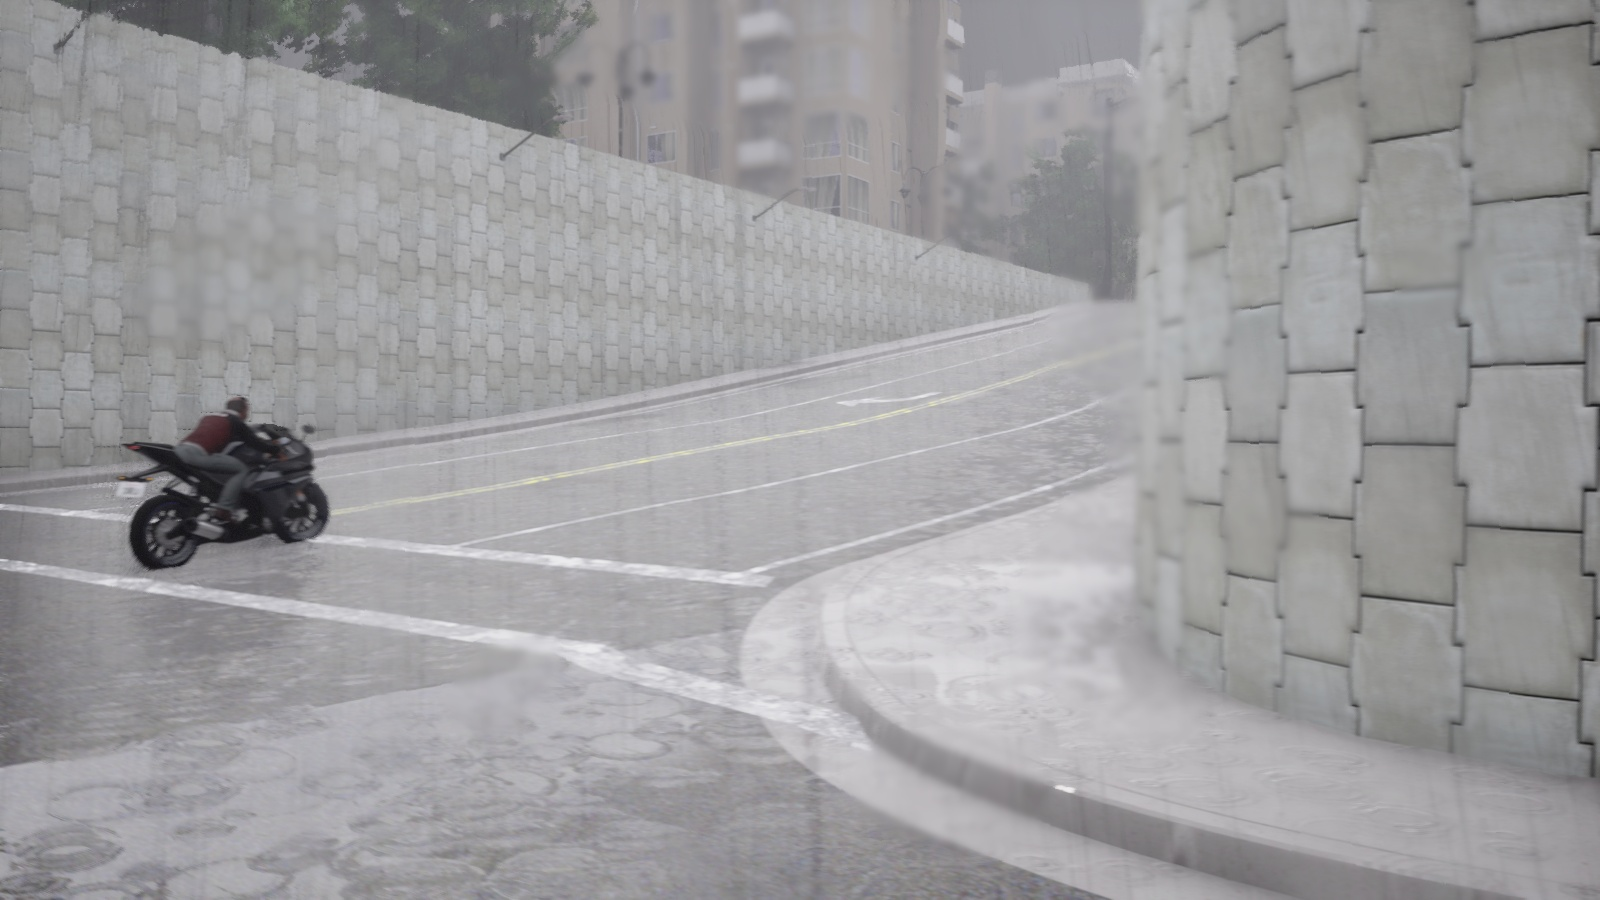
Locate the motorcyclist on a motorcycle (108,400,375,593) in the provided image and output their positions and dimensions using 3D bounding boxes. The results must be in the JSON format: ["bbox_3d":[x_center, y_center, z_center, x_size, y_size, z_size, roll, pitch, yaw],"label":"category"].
[{"bbox_3d":[-5.211,0.365,11.926,0.866,1.530,2.191,0,6,25],"label":"motorcyclist on a motorcycle"}]
